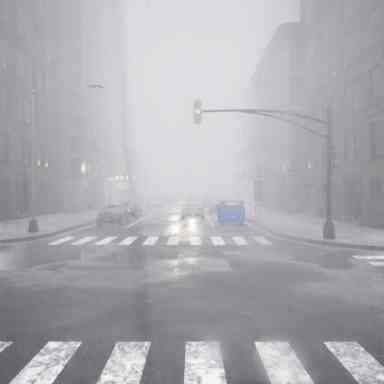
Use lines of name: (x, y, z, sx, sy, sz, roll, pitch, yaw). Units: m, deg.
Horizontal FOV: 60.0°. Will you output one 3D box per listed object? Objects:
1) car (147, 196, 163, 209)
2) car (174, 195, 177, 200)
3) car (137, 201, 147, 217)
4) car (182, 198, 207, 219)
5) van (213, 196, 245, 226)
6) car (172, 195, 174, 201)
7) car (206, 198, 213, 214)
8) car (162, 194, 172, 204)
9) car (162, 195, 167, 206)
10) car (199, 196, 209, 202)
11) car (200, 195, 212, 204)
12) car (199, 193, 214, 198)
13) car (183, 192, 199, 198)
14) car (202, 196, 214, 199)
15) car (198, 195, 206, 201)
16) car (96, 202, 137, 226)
car: (-5.388, 1.519, 45.752, 1.752, 1.417, 4.829, 0, 0, 0)
car: (-5.388, 1.408, 80.012, 1.967, 1.590, 4.097, 0, 0, 0)
car: (-5.388, 1.543, 28.875, 1.887, 1.381, 4.507, 0, 0, 0)
car: (0.100, 1.524, 28.747, 1.812, 1.442, 4.674, 0, 0, 0)
van: (2.637, 1.340, 23.203, 1.690, 1.788, 3.998, 0, 0, 0)
car: (-5.388, 1.292, 68.648, 2.192, 1.841, 5.009, 0, 0, 0)
car: (2.637, 1.580, 34.565, 1.802, 1.307, 4.206, 0, 0, 0)
car: (-5.388, 1.547, 62.967, 1.947, 1.339, 4.313, 0, 0, 0)
car: (-5.388, 1.555, 51.603, 1.947, 1.339, 4.313, 0, 0, 0)
car: (2.637, 1.523, 74.334, 2.008, 1.369, 4.403, 0, 0, 0)
car: (2.637, 1.421, 62.972, 1.967, 1.590, 4.097, 0, 0, 0)
car: (2.637, 1.304, 51.609, 2.192, 1.841, 5.009, 0, 0, 0)
car: (0.016, 1.338, 54.922, 2.097, 1.767, 4.553, 0, 0, 0)
car: (2.637, 1.576, 45.928, 1.802, 1.307, 4.206, 0, 0, 0)
car: (2.637, 1.530, 85.697, 1.947, 1.339, 4.313, 0, 0, 0)
car: (-5.388, 1.549, 23.194, 2.008, 1.369, 4.403, 0, 0, 0)
